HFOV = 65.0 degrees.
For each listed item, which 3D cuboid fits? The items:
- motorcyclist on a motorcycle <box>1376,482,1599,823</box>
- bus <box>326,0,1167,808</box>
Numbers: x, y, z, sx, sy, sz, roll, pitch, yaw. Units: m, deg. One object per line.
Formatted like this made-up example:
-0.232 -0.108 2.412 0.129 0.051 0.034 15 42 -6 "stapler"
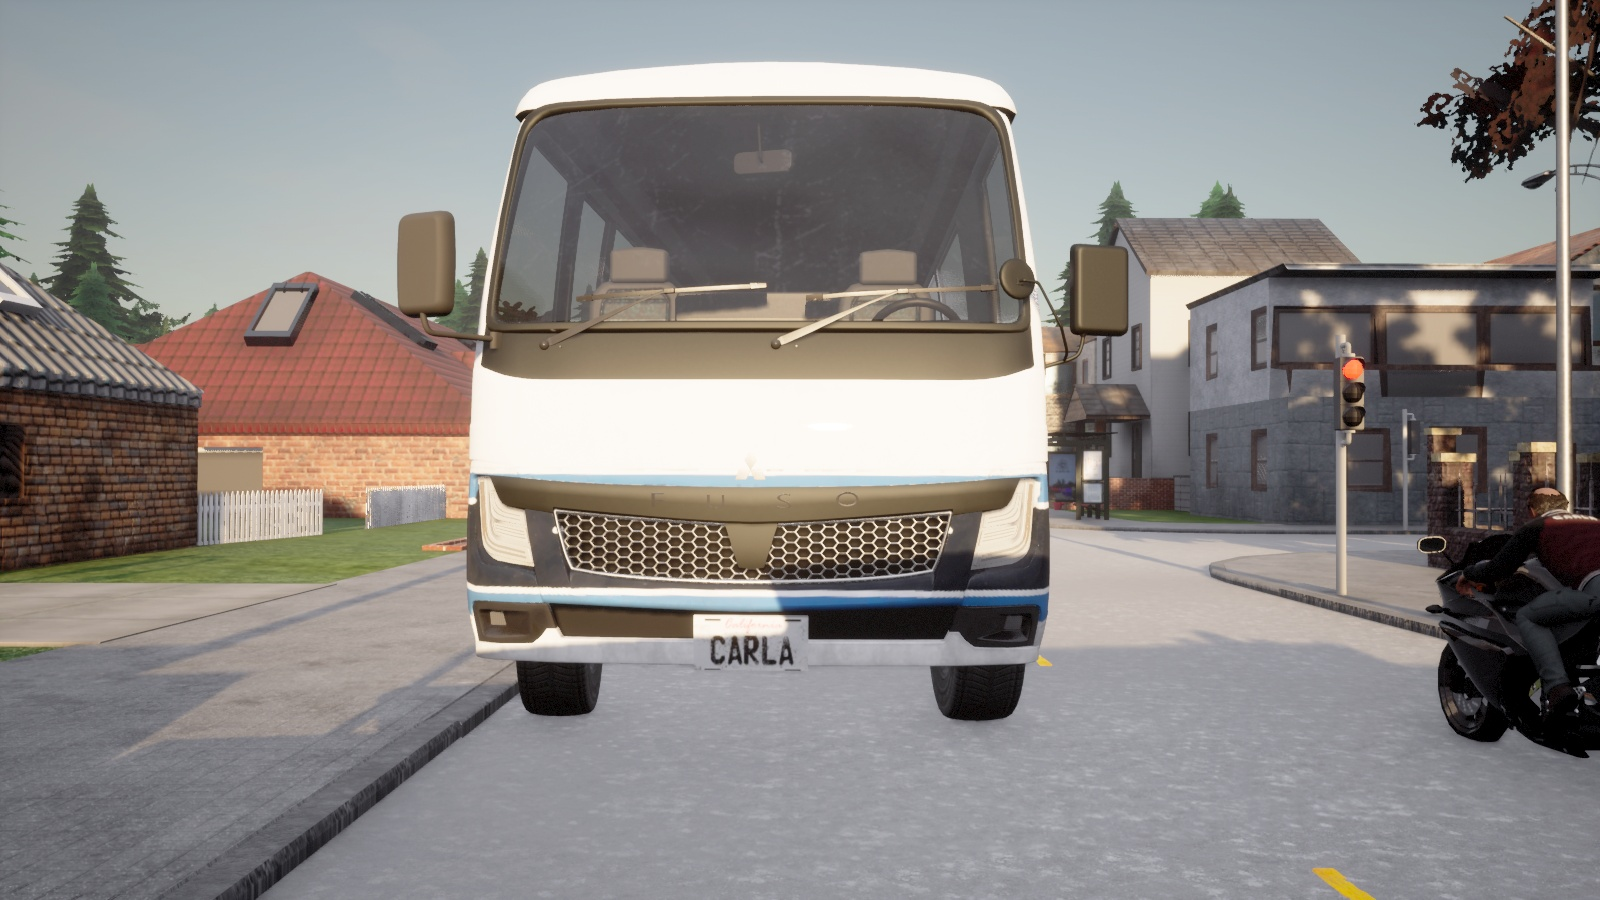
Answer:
4.037 0.945 6.681 0.866 1.530 2.191 0 -1 -2 "motorcyclist on a motorcycle"
-0.099 -0.377 11.039 3.944 4.253 10.273 0 -1 2 "bus"
